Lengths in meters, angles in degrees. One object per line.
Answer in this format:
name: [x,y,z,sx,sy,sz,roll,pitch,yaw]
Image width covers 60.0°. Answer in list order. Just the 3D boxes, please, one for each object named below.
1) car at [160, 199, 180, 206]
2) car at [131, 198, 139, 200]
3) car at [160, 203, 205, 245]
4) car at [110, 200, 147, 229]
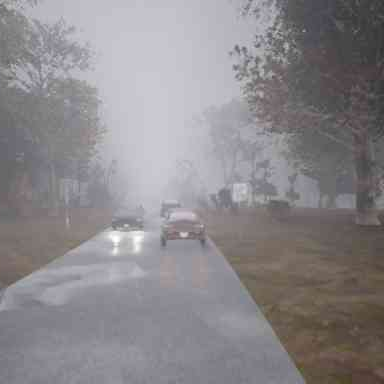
car: [-2.082,1.410,32.054,1.882,1.535,5.008,0,0,-7]
car: [-10.631,1.756,61.987,2.033,1.411,5.357,1,-1,-13]
car: [-0.445,1.459,15.129,1.812,1.442,4.674,0,0,-3]
car: [-3.817,1.449,20.911,2.033,1.411,5.357,0,0,-5]
